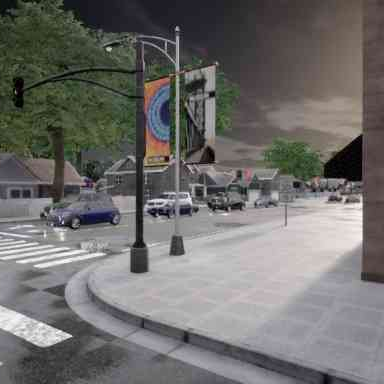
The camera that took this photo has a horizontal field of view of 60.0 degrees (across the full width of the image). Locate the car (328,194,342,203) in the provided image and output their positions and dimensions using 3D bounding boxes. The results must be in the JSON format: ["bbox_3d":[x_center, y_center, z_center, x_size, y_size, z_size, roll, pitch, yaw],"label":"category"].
[{"bbox_3d":[26.383,1.145,61.103,1.837,1.490,4.892,0,-1,36],"label":"car"}]

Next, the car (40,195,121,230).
[{"bbox_3d":[-6.690,1.263,20.797,2.097,1.767,4.553,0,0,35],"label":"car"}]

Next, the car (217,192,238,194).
[{"bbox_3d":[4.083,1.004,41.412,2.150,2.045,5.566,0,0,35],"label":"car"}]

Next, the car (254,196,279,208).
[{"bbox_3d":[9.788,1.248,43.778,2.128,1.511,4.902,0,0,36],"label":"car"}]

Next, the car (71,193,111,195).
[{"bbox_3d":[-8.167,1.120,24.373,2.150,2.045,5.566,0,0,34],"label":"car"}]

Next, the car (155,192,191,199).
[{"bbox_3d":[-2.174,1.063,32.683,2.150,2.045,5.566,0,0,35],"label":"car"}]

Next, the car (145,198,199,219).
[{"bbox_3d":[-1.463,1.462,28.114,1.895,1.301,4.718,0,0,36],"label":"car"}]

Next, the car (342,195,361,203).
[{"bbox_3d":[28.253,1.214,58.132,1.994,1.385,4.181,0,0,36],"label":"car"}]

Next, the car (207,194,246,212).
[{"bbox_3d":[3.989,1.287,35.715,1.882,1.535,5.008,0,0,35],"label":"car"}]
